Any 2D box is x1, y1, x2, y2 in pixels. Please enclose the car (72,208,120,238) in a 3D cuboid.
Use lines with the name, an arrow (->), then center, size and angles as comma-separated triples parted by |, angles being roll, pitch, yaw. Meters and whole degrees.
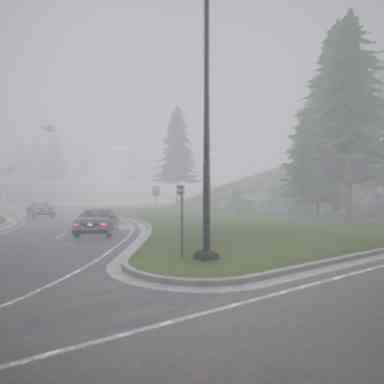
car -> -4.998, 1.553, 17.813 | 2.033, 1.411, 5.357 | 0, 0, -7

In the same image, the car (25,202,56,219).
car -> -13.586, 1.555, 29.811 | 2.033, 1.411, 5.357 | 0, 0, -34
